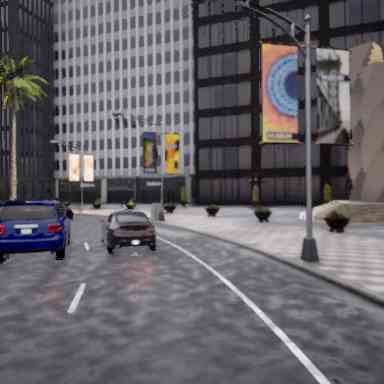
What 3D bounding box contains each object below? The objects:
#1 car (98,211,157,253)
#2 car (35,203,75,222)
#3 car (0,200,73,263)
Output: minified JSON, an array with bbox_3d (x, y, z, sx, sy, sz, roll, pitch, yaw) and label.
[{"bbox_3d":[-2.804,1.561,14.178,1.837,1.490,4.892,0,0,-19],"label":"car"},{"bbox_3d":[-12.075,1.737,29.231,1.994,1.385,4.181,0,0,-42],"label":"car"},{"bbox_3d":[-5.871,1.303,12.665,2.150,2.045,5.566,0,0,-18],"label":"car"}]
